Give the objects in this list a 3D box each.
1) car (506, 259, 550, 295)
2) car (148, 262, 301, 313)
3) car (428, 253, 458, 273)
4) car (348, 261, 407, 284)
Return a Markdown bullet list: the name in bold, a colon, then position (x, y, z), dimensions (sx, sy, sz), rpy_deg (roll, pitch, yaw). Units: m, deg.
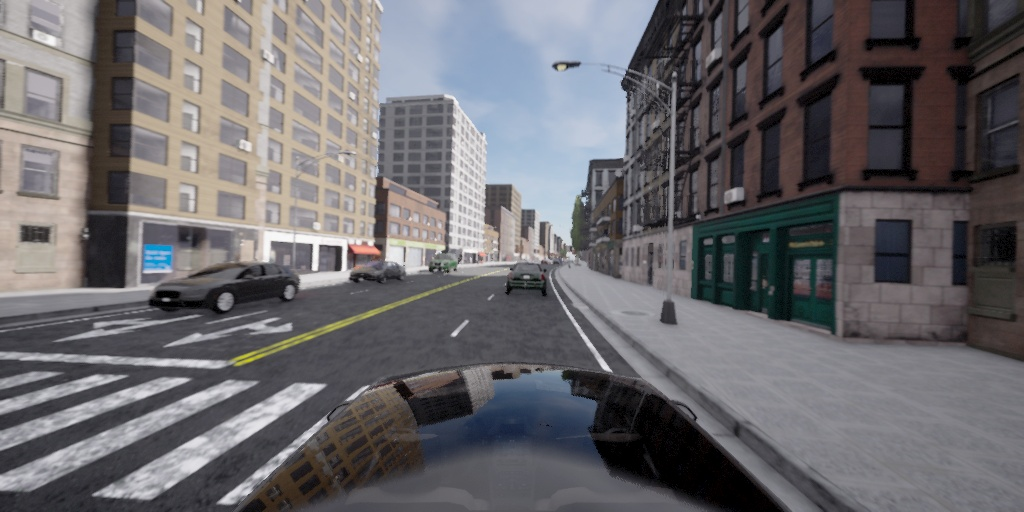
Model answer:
- **car**: position (0.892, 1.106, 20.359), dimensions (2.097, 1.767, 4.553), rpy_deg (2, 0, 4)
- **car**: position (-9.435, 0.963, 12.352), dimensions (1.837, 1.490, 4.892), rpy_deg (2, 0, 3)
- **car**: position (-7.374, 0.728, 38.907), dimensions (2.150, 2.045, 5.566), rpy_deg (2, 1, 3)
- **car**: position (-8.717, 1.018, 23.887), dimensions (2.033, 1.411, 5.357), rpy_deg (2, 0, 4)
